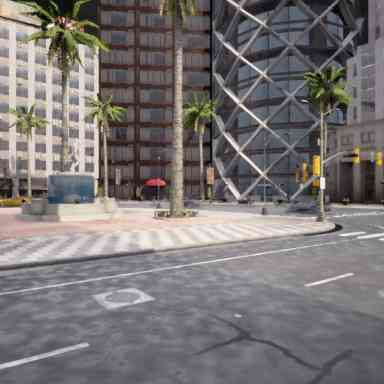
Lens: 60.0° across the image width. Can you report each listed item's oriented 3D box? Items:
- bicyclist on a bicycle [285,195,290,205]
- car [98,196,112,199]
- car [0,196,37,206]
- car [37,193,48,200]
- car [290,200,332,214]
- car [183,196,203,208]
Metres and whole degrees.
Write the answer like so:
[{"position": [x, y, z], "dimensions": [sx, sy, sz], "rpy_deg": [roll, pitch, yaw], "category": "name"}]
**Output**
[{"position": [15.713, 1.300, 54.572], "dimensions": [0.582, 1.620, 1.656], "rpy_deg": [0, 0, 42], "category": "bicyclist on a bicycle"}, {"position": [-16.111, 1.526, 59.274], "dimensions": [4.674, 1.442, 1.812], "rpy_deg": [0, 0, 2], "category": "car"}, {"position": [-28.771, 1.478, 54.451], "dimensions": [5.008, 1.535, 1.882], "rpy_deg": [0, 0, -14], "category": "car"}, {"position": [-25.907, 1.221, 58.669], "dimensions": [5.566, 2.045, 2.150], "rpy_deg": [0, 0, -10], "category": "car"}, {"position": [12.619, 1.564, 35.481], "dimensions": [1.994, 1.385, 4.181], "rpy_deg": [0, 0, -37], "category": "car"}, {"position": [-0.766, 1.352, 48.242], "dimensions": [4.553, 1.767, 2.097], "rpy_deg": [0, 0, 26], "category": "car"}]
